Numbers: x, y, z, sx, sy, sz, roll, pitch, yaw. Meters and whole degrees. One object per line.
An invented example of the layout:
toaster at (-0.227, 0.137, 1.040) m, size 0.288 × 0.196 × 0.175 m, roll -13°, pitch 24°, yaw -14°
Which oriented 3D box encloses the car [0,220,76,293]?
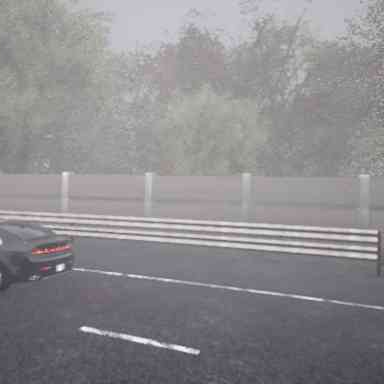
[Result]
car at (-5.371, 1.474, 8.530) m, size 4.892 × 1.490 × 1.837 m, roll 1°, pitch -1°, yaw 18°
